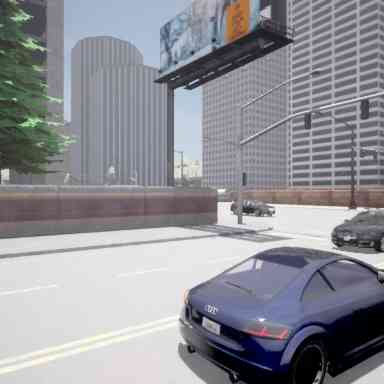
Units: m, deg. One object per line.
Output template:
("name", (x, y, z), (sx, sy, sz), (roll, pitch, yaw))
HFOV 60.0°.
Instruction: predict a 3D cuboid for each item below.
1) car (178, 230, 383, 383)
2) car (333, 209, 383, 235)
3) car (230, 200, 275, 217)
("car", (1.871, 1.564, 5.121), (4.181, 1.385, 1.994), (0, 0, -35))
("car", (7.723, 1.505, 13.769), (4.892, 1.490, 1.837), (0, 0, -35))
("car", (5.706, 1.491, 31.572), (2.128, 1.511, 4.902), (0, 0, -34))
